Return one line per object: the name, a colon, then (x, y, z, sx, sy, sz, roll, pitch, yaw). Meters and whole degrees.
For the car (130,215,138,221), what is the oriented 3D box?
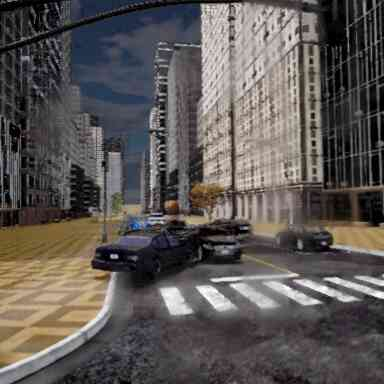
car: (-14.693, 6.628, 83.646, 1.887, 1.381, 4.507, -1, -3, -11)

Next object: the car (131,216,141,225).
car: (-10.405, 5.226, 61.430, 1.752, 1.417, 4.829, -1, -3, -11)

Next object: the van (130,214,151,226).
van: (-6.186, 3.691, 39.555, 1.690, 1.788, 3.998, -1, -3, -11)

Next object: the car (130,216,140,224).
car: (-11.501, 5.598, 67.109, 1.887, 1.381, 4.507, -1, -3, -11)

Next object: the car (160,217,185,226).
car: (-1.249, 3.088, 27.736, 1.837, 1.490, 4.892, 0, -4, -11)

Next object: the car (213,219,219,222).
car: (3.113, 3.531, 35.620, 1.947, 1.339, 4.313, -1, -3, -11)

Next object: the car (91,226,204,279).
car: (-1.517, 2.223, 12.634, 2.033, 1.411, 5.357, 0, -4, 21)

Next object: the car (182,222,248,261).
car: (0.954, 2.413, 16.315, 1.812, 1.442, 4.674, 0, -3, -11)

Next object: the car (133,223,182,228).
car: (-1.921, 2.554, 17.489, 2.008, 1.369, 4.403, -1, -3, -11)

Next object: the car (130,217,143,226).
car: (-9.372, 4.920, 56.082, 2.008, 1.369, 4.403, -1, -3, -11)

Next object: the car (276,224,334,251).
car: (6.306, 2.508, 19.081, 2.008, 1.369, 4.403, -1, -3, -11)

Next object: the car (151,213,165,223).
car: (-5.175, 4.079, 48.499, 2.150, 2.045, 5.566, 0, -4, -11)

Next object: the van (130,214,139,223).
van: (-12.571, 5.738, 72.632, 1.690, 1.788, 3.998, -1, -3, -11)

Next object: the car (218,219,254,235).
car: (4.178, 3.194, 30.107, 1.947, 1.339, 4.313, -1, -3, -11)
